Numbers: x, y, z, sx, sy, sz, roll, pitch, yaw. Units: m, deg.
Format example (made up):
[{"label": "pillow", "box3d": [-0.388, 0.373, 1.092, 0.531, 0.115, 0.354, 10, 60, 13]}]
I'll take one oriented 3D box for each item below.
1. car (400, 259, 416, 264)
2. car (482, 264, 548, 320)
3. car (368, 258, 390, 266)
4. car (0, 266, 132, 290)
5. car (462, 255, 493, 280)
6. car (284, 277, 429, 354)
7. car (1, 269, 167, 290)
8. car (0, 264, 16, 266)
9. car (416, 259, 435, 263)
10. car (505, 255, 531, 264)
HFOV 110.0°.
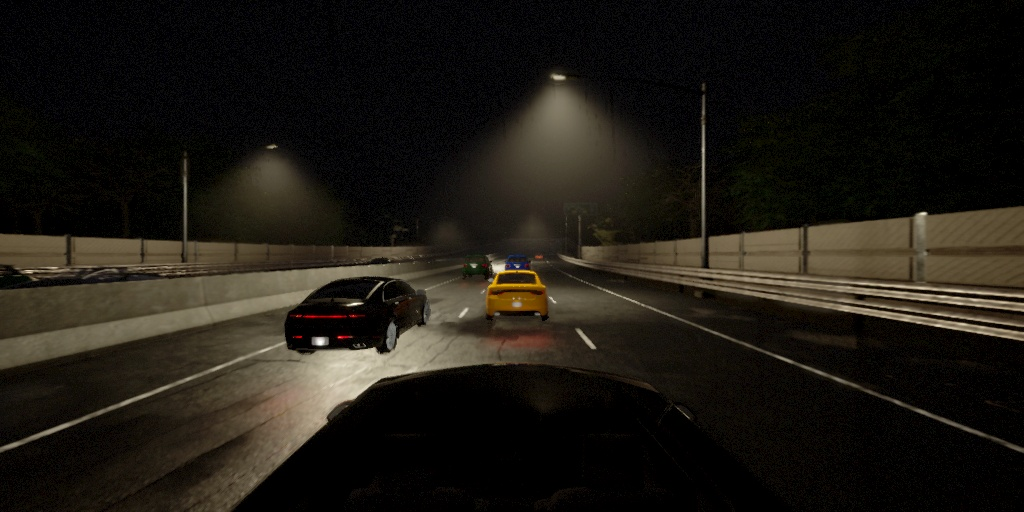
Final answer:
[{"label": "car", "box3d": [-16.220, 1.093, 56.678, 1.994, 1.385, 4.181, 0, 1, 3]}, {"label": "car", "box3d": [0.174, 1.225, 12.672, 1.882, 1.535, 5.008, 0, 0, 1]}, {"label": "car", "box3d": [-19.869, 1.074, 53.696, 1.837, 1.490, 4.892, 0, 1, 3]}, {"label": "car", "box3d": [-17.500, 1.229, 14.950, 2.128, 1.511, 4.902, 0, 0, 1]}, {"label": "car", "box3d": [-2.981, 0.958, 31.627, 2.150, 2.045, 5.566, 0, 0, 1]}, {"label": "car", "box3d": [-3.360, 1.251, 8.729, 1.837, 1.490, 4.892, 0, 0, 0]}, {"label": "car", "box3d": [-14.023, 1.304, 12.693, 1.994, 1.385, 4.181, 0, 0, 1]}, {"label": "car", "box3d": [-21.020, 1.088, 13.060, 2.097, 1.767, 4.553, 0, 0, 1]}, {"label": "car", "box3d": [-12.781, 1.113, 55.370, 1.994, 1.385, 4.181, 0, 1, 3]}, {"label": "car", "box3d": [0.519, 0.961, 31.607, 2.150, 2.045, 5.566, 0, 0, 1]}]
